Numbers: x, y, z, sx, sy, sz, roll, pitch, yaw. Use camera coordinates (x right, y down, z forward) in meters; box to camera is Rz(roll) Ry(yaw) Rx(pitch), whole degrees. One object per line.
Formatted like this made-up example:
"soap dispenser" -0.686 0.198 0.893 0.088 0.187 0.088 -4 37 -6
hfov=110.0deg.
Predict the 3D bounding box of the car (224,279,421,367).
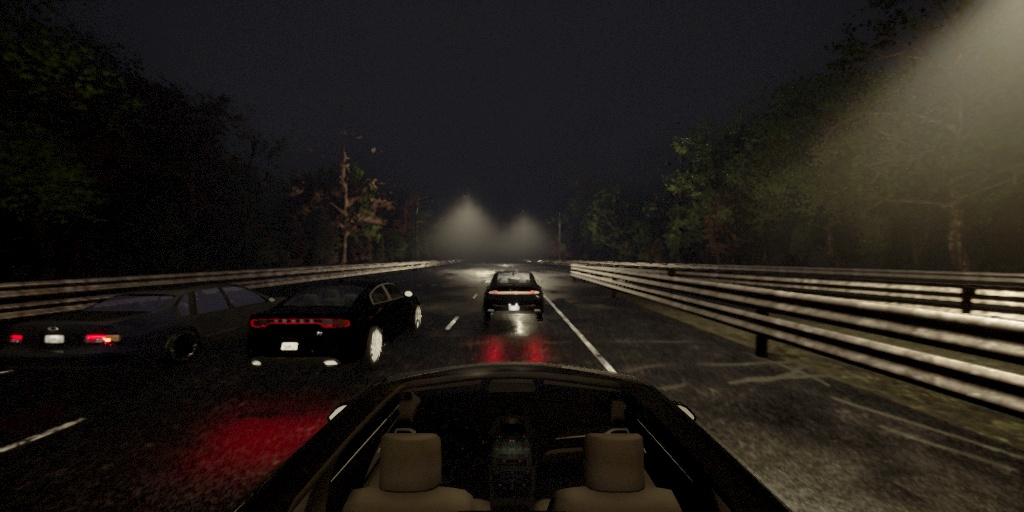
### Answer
"car" -3.428 1.237 7.981 1.882 1.535 5.008 0 0 0

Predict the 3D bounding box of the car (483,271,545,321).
"car" 0.042 1.257 12.502 2.128 1.511 4.902 0 0 0

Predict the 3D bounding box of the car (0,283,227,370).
"car" -6.923 1.307 7.929 2.033 1.411 5.357 0 0 0
